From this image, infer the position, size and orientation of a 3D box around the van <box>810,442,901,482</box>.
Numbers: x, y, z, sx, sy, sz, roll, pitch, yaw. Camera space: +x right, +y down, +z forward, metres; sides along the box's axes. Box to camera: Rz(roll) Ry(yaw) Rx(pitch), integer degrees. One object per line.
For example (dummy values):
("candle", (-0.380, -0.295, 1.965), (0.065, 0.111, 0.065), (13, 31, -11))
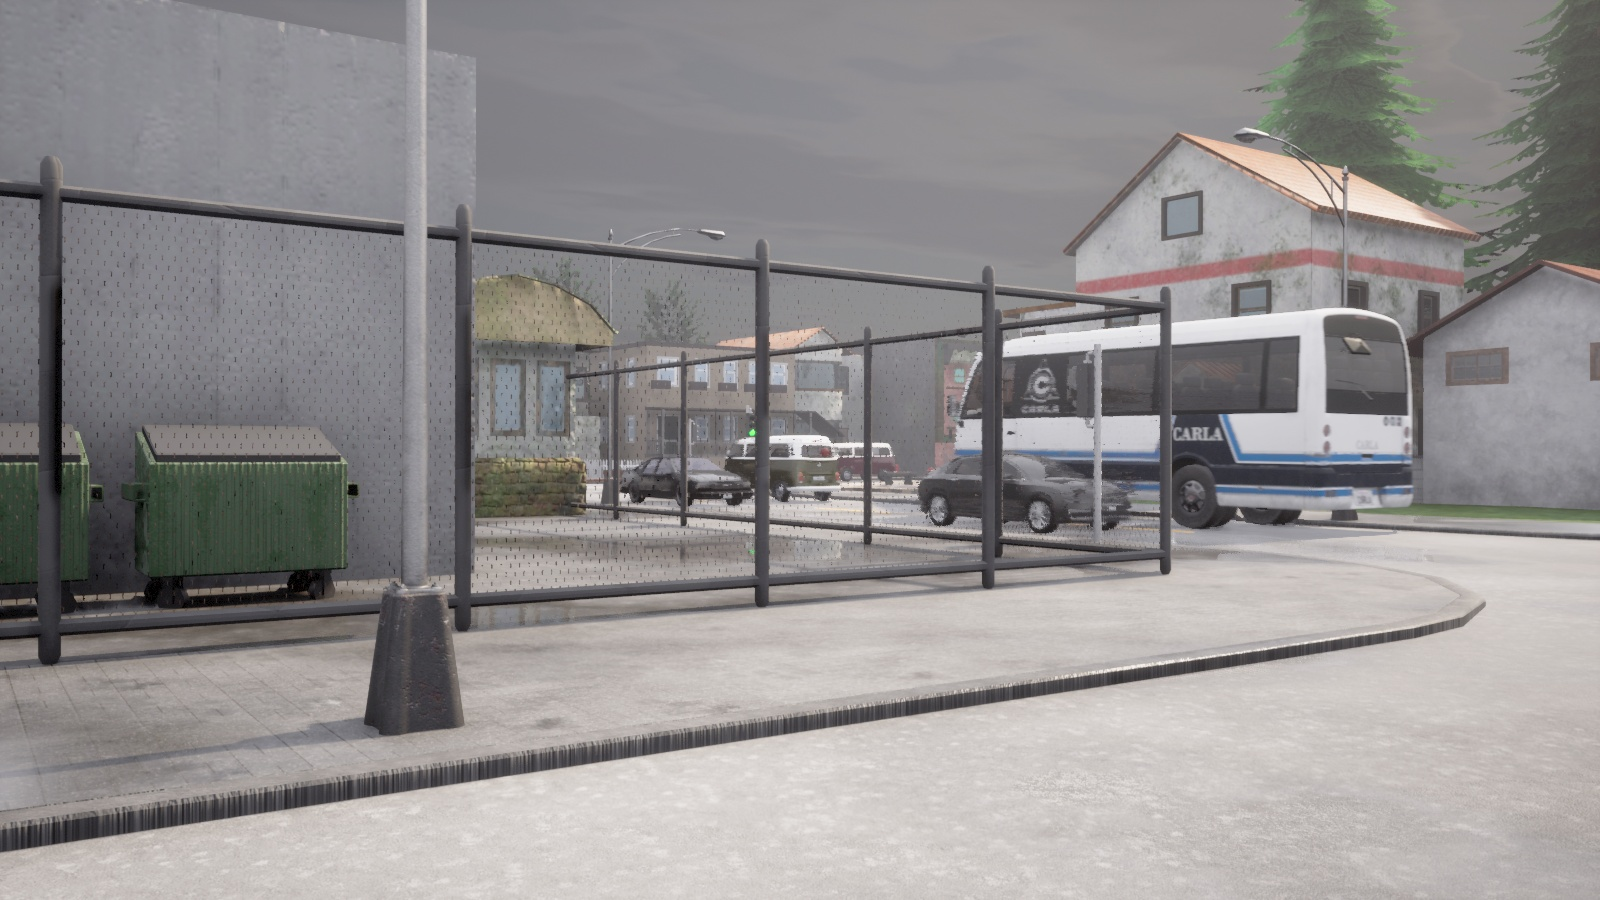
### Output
("van", (2.929, 0.624, 66.090), (4.480, 2.038, 2.069), (0, 0, -35))

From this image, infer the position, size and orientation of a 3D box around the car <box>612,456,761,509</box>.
("car", (-3.381, 0.888, 36.291), (2.033, 1.411, 5.357), (0, 0, -33))

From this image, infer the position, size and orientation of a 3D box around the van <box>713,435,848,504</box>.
("van", (-0.681, 0.569, 39.374), (2.069, 2.038, 4.480), (0, 0, -35))

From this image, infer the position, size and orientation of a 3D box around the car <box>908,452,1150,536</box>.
("car", (4.392, 0.801, 24.913), (1.837, 1.490, 4.892), (0, 0, -34))

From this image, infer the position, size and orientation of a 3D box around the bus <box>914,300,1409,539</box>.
("bus", (7.356, -0.579, 27.687), (3.944, 4.253, 10.273), (0, 0, -35))
